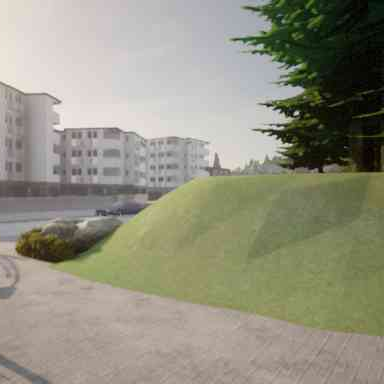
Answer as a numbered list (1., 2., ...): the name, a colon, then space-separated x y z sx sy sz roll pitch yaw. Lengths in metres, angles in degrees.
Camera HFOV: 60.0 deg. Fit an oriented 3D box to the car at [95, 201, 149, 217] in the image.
1. car: -6.261 1.534 30.529 2.033 1.411 5.357 0 0 36
